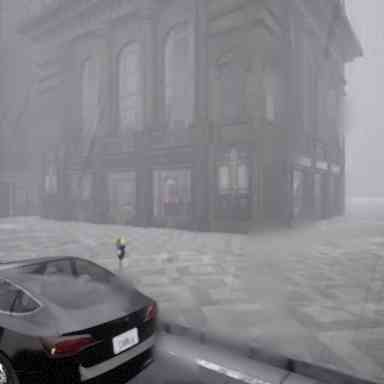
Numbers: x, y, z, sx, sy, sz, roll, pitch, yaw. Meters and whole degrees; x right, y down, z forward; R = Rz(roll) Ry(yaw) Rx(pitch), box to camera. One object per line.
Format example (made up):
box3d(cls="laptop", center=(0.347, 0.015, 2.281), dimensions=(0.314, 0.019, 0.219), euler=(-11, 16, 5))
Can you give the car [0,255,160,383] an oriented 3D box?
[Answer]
box3d(cls="car", center=(-2.373, 1.591, 4.675), dimensions=(4.313, 1.339, 1.947), euler=(0, 0, 36))
